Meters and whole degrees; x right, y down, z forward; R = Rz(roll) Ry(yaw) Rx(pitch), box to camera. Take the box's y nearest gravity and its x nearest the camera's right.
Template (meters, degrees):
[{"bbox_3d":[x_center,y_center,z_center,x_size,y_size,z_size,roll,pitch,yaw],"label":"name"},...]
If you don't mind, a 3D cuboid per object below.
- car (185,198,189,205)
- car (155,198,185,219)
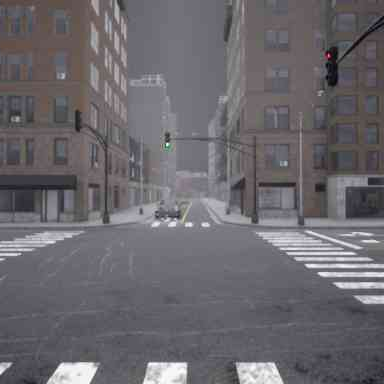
[{"bbox_3d":[-1.518,1.703,60.997,1.994,1.385,4.181,0,0,1],"label":"car"},{"bbox_3d":[-1.984,1.401,29.147,2.097,1.767,4.553,0,-1,2],"label":"car"}]
